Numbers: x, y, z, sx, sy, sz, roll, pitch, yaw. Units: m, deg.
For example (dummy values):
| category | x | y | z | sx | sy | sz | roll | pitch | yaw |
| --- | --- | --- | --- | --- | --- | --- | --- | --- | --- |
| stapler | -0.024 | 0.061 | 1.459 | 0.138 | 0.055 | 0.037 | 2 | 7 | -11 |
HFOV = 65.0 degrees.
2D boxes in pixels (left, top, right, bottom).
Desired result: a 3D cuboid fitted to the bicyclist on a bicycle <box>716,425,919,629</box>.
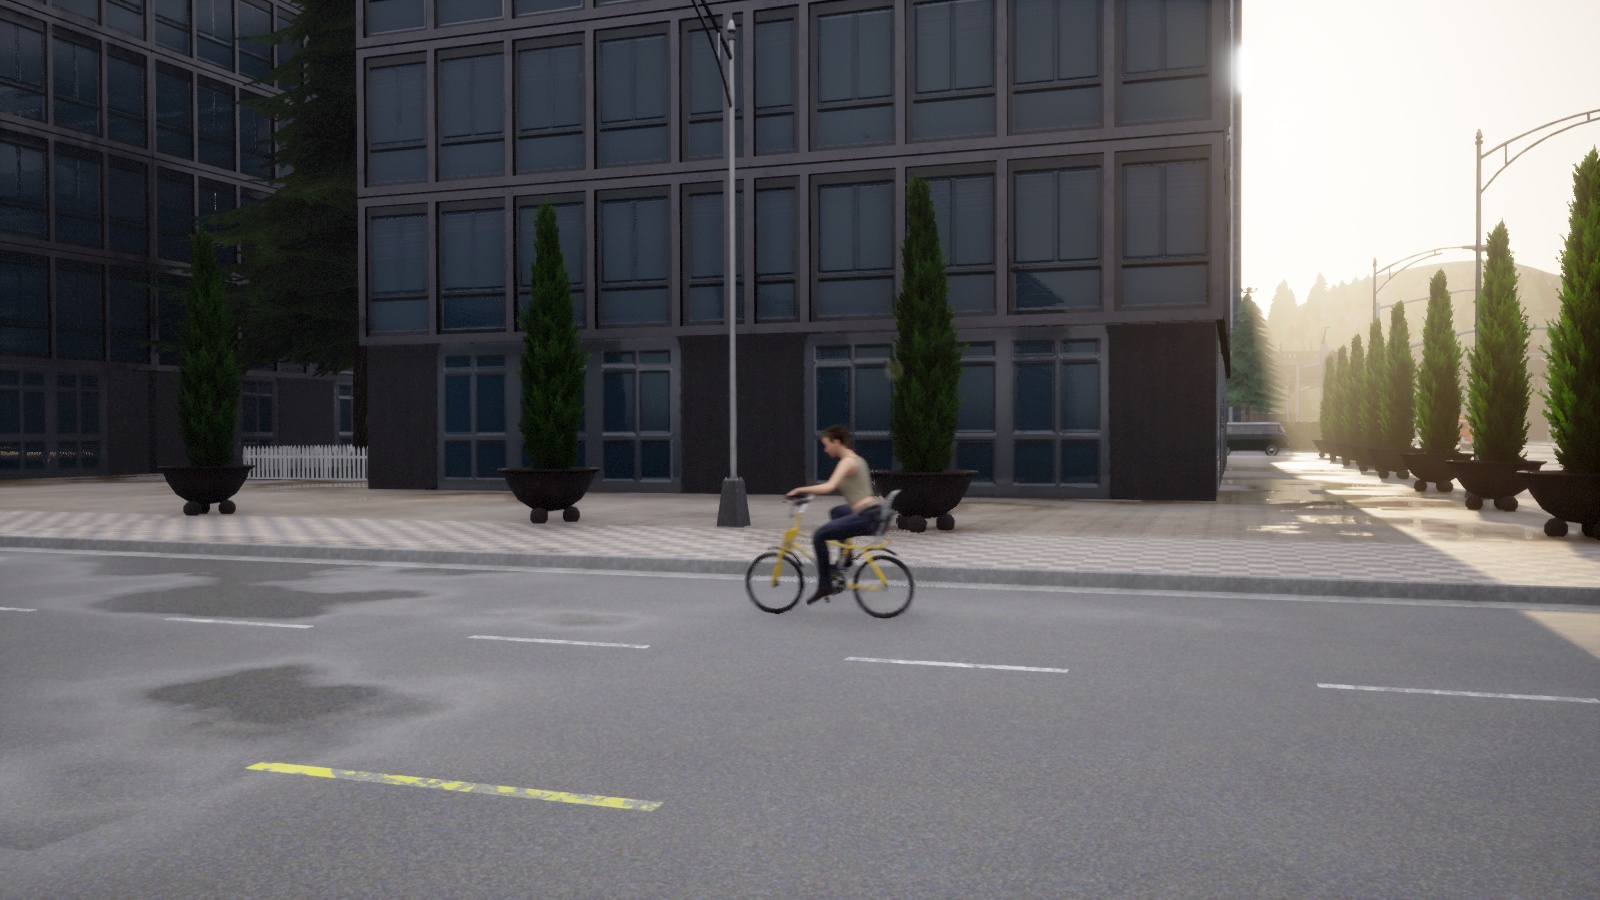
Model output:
| category | x | y | z | sx | sy | sz | roll | pitch | yaw |
| --- | --- | --- | --- | --- | --- | --- | --- | --- | --- |
| bicyclist on a bicycle | 0.159 | 0.595 | 10.527 | 1.509 | 1.612 | 0.866 | 0 | 1 | 19 |

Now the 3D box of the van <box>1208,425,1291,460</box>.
| category | x | y | z | sx | sy | sz | roll | pitch | yaw |
| --- | --- | --- | --- | --- | --- | --- | --- | --- | --- |
| van | 25.915 | -0.429 | 72.565 | 4.442 | 1.987 | 1.775 | 0 | 1 | 19 |
